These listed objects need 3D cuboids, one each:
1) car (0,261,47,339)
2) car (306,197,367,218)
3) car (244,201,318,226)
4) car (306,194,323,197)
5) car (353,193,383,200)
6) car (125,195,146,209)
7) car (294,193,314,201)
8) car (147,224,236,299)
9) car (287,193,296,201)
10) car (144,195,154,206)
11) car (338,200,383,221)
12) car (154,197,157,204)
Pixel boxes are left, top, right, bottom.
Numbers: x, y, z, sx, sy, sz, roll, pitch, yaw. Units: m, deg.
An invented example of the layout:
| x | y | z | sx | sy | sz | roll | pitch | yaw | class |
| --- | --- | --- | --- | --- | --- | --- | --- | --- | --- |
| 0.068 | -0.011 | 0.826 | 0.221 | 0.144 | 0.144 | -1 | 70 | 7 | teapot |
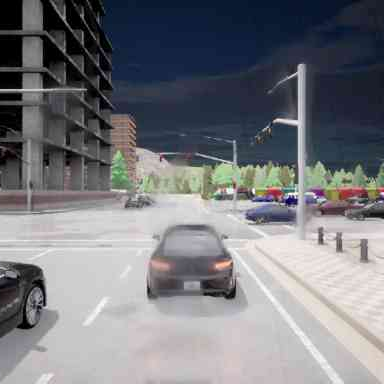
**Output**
| x | y | z | sx | sy | sz | roll | pitch | yaw | class |
| --- | --- | --- | --- | --- | --- | --- | --- | --- | --- |
| -3.488 | 1.492 | 4.029 | 2.128 | 1.511 | 4.902 | 0 | 0 | 0 | car |
| 12.981 | 1.533 | 30.835 | 5.008 | 1.535 | 1.882 | 0 | 0 | -1 | car |
| 6.051 | 1.576 | 23.571 | 4.674 | 1.442 | 1.812 | 0 | 0 | -1 | car |
| 20.780 | 1.451 | 56.339 | 3.806 | 1.475 | 1.970 | 0 | 0 | 0 | car |
| 35.730 | 1.209 | 67.551 | 4.605 | 1.855 | 1.932 | 0 | 0 | 0 | car |
| -7.968 | 1.526 | 45.675 | 1.812 | 1.442 | 4.674 | 0 | 0 | 0 | car |
| 20.765 | 1.419 | 59.234 | 3.905 | 1.438 | 1.784 | 0 | 0 | 0 | car |
| -0.032 | 1.526 | 8.308 | 1.812 | 1.442 | 4.674 | 0 | 0 | -1 | car |
| 20.700 | 1.209 | 61.917 | 4.605 | 1.855 | 1.932 | 0 | 0 | 0 | car |
| -8.088 | 1.352 | 55.754 | 2.097 | 1.767 | 4.553 | 0 | 0 | 0 | car |
| 14.973 | 1.581 | 27.333 | 4.674 | 1.442 | 1.812 | 0 | 0 | -1 | car |
| -8.167 | 1.601 | 65.857 | 1.895 | 1.301 | 4.718 | 0 | 0 | 0 | car |
